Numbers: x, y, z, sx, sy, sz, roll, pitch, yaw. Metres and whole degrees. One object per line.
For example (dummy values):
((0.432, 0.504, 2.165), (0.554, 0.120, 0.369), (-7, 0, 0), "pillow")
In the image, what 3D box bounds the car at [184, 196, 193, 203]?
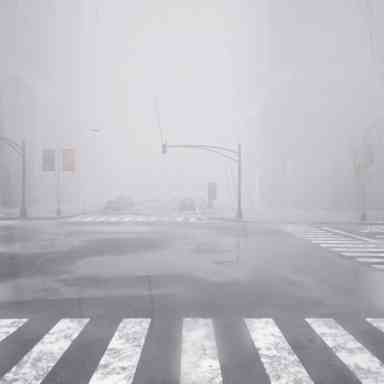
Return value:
((-0.728, 1.613, 71.770), (1.752, 1.417, 4.829), (0, 0, 0), "car")

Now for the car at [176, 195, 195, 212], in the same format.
((-0.559, 1.448, 39.051), (1.967, 1.590, 4.097), (0, 0, 0), "car")

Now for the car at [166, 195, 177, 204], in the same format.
((-3.456, 1.672, 65.661), (1.895, 1.301, 4.718), (0, 0, 0), "car")

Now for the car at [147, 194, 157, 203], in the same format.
((-9.252, 1.669, 71.565), (1.802, 1.307, 4.206), (0, 0, 0), "car")

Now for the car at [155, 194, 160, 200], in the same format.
((-9.281, 1.417, 76.991), (2.192, 1.841, 5.009), (0, 0, 0), "car")

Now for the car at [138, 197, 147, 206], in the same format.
((-9.167, 1.571, 55.117), (1.752, 1.417, 4.829), (0, 0, 0), "car")

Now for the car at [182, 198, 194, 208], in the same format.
((-0.615, 1.615, 49.900), (1.802, 1.307, 4.206), (0, 0, 0), "car")

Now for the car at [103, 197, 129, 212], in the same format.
((-9.083, 1.574, 39.009), (1.947, 1.339, 4.313), (0, 0, 0), "car")

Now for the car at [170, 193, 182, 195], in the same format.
((-3.507, 1.559, 75.629), (1.837, 1.490, 4.892), (0, 0, 0), "car")

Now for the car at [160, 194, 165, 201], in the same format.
((-9.365, 1.696, 93.268), (1.887, 1.381, 4.507), (0, 0, 0), "car")

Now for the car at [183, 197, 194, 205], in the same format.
((-0.671, 1.603, 60.750), (1.887, 1.381, 4.507), (0, 0, 0), "car")

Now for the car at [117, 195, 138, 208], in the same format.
((-9.112, 1.336, 44.436), (2.192, 1.841, 5.009), (0, 0, 0), "car")

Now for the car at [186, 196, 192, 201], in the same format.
((-0.841, 1.696, 93.300), (1.887, 1.381, 4.507), (0, 0, 0), "car")
